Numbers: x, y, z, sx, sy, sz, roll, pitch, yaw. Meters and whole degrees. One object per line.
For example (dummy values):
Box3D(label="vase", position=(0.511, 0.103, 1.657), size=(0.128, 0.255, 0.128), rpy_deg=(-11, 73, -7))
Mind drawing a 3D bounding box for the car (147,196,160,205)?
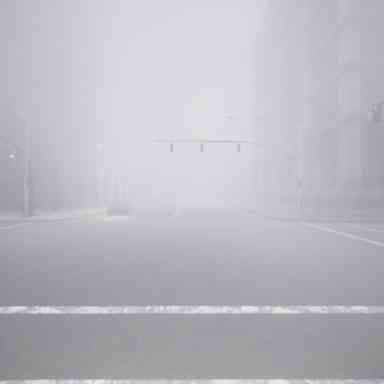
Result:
Box3D(label="car", position=(-6.713, 1.459, 58.091), size=(2.128, 1.511, 4.902), rpy_deg=(0, 0, 0))

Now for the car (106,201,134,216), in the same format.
Box3D(label="car", position=(-6.835, 1.569, 32.072), size=(1.994, 1.385, 4.181), rpy_deg=(0, 0, 0))
